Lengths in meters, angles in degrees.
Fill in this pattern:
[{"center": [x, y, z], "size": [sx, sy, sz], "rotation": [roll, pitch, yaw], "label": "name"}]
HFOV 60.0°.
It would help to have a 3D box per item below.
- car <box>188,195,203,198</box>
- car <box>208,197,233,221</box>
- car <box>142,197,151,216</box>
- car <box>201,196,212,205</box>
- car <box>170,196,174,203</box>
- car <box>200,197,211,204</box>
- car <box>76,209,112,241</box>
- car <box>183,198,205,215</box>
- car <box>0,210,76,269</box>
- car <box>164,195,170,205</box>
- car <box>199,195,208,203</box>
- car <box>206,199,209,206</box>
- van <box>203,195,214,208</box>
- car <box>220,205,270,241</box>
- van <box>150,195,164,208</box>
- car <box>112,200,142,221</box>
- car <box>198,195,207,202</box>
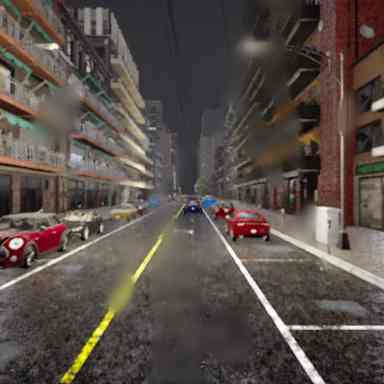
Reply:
[{"center": [0.102, 1.468, 46.827], "size": [2.097, 1.767, 4.553], "rotation": [0, 0, 0], "label": "car"}, {"center": [2.696, 1.505, 28.072], "size": [1.967, 1.590, 4.097], "rotation": [0, 0, 0], "label": "car"}, {"center": [-5.685, 1.519, 33.738], "size": [1.967, 1.590, 4.097], "rotation": [0, 0, 0], "label": "car"}, {"center": [2.695, 1.611, 62.060], "size": [1.967, 1.590, 4.097], "rotation": [0, 0, 0], "label": "car"}, {"center": [-5.684, 1.529, 73.392], "size": [2.192, 1.841, 5.009], "rotation": [0, 0, 0], "label": "car"}, {"center": [2.695, 1.759, 67.725], "size": [1.947, 1.339, 4.313], "rotation": [0, 0, 0], "label": "car"}, {"center": [-5.686, 1.586, 16.743], "size": [2.008, 1.369, 4.403], "rotation": [0, 0, 0], "label": "car"}, {"center": [0.102, 1.648, 35.597], "size": [1.994, 1.385, 4.181], "rotation": [0, 0, 0], "label": "car"}, {"center": [-5.685, 1.462, 11.078], "size": [1.967, 1.590, 4.097], "rotation": [0, 0, 0], "label": "car"}, {"center": [-5.686, 1.696, 61.890], "size": [1.752, 1.417, 4.829], "rotation": [0, 0, 0], "label": "car"}, {"center": [2.696, 1.552, 79.055], "size": [2.192, 1.841, 5.009], "rotation": [0, 0, 0], "label": "car"}, {"center": [2.695, 1.661, 33.736], "size": [1.802, 1.307, 4.206], "rotation": [0, 0, 0], "label": "car"}, {"center": [2.696, 1.471, 50.732], "size": [1.690, 1.788, 3.998], "rotation": [0, 0, 0], "label": "van"}, {"center": [2.695, 1.580, 16.742], "size": [1.887, 1.381, 4.507], "rotation": [0, 0, 0], "label": "car"}, {"center": [-5.685, 1.471, 50.732], "size": [1.690, 1.788, 3.998], "rotation": [0, 0, 0], "label": "van"}, {"center": [-5.685, 1.589, 27.902], "size": [1.752, 1.417, 4.829], "rotation": [0, 0, 0], "label": "car"}, {"center": [2.695, 1.574, 84.721], "size": [2.192, 1.841, 5.009], "rotation": [0, 0, 0], "label": "car"}]
